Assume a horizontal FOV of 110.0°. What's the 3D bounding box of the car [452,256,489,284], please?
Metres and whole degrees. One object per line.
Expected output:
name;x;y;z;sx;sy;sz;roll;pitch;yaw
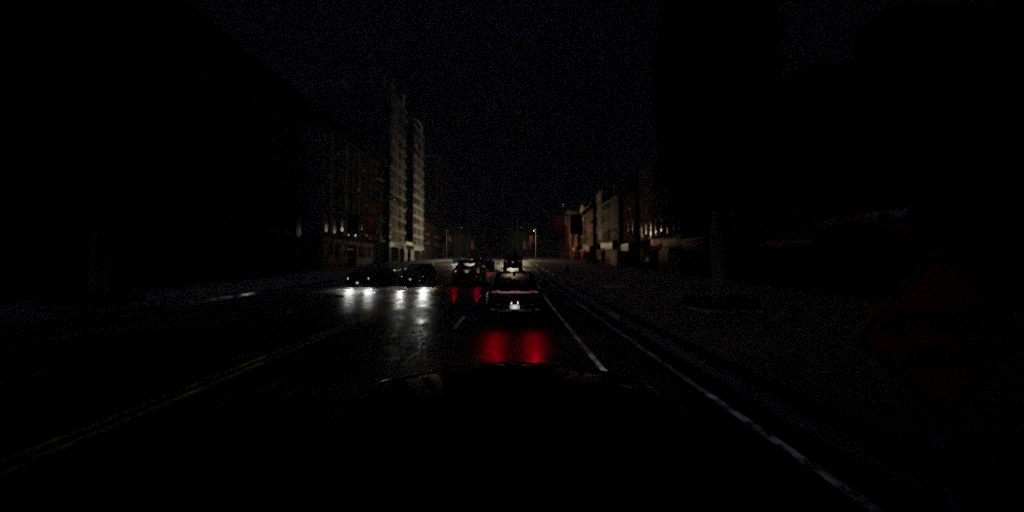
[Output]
car;-3.153;1.098;27.001;2.097;1.767;4.553;0;1;0

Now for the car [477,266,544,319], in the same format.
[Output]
car;0.092;1.294;13.091;2.128;1.511;4.902;0;0;0

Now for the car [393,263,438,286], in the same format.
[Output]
car;-6.600;1.262;25.640;1.837;1.490;4.892;0;0;0

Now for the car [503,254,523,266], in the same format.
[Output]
car;0.097;0.746;43.426;2.150;2.045;5.566;0;1;0

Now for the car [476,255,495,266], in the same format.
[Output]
car;-3.154;1.005;44.222;2.128;1.511;4.902;0;1;0

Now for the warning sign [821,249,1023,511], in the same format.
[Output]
warning sign;3.226;0.875;2.691;1.300;1.860;1.060;0;0;0

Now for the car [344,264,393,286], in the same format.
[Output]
car;-9.852;1.306;25.484;2.033;1.411;5.357;0;0;0
